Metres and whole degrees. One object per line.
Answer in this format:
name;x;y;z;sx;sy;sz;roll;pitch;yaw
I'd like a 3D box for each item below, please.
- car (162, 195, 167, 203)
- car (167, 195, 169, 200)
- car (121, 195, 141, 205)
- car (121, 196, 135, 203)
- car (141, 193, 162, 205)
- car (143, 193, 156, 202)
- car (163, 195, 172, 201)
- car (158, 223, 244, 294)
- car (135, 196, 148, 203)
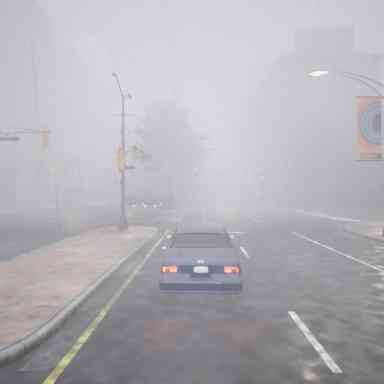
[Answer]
car;-6.788;1.352;66.775;2.097;1.767;4.553;0;0;1
car;-6.577;1.525;76.548;2.128;1.511;4.902;0;0;1
car;-10.506;1.352;57.881;2.097;1.767;4.553;0;0;1
car;-13.453;1.595;69.845;1.895;1.301;4.718;0;0;1
car;-7.006;1.352;58.003;2.097;1.767;4.553;0;0;1
car;-10.036;1.225;78.741;2.150;2.045;5.566;0;0;1
car;-6.387;1.478;86.642;1.882;1.535;5.008;0;0;1
car;0.231;1.547;8.949;2.033;1.411;5.357;0;0;1
car;-10.244;1.505;68.056;1.837;1.490;4.892;0;0;1
